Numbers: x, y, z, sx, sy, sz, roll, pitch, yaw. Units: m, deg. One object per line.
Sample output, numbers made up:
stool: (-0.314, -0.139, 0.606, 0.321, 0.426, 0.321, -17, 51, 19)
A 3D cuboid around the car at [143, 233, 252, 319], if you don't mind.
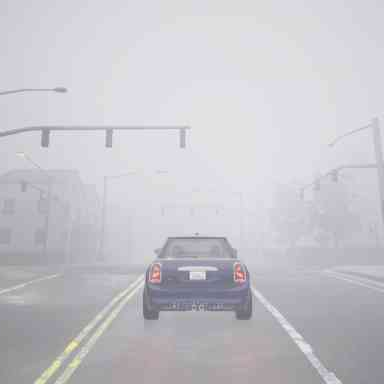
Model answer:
car: (0.105, 1.810, 8.262, 2.097, 1.767, 4.553, 0, -7, 0)
